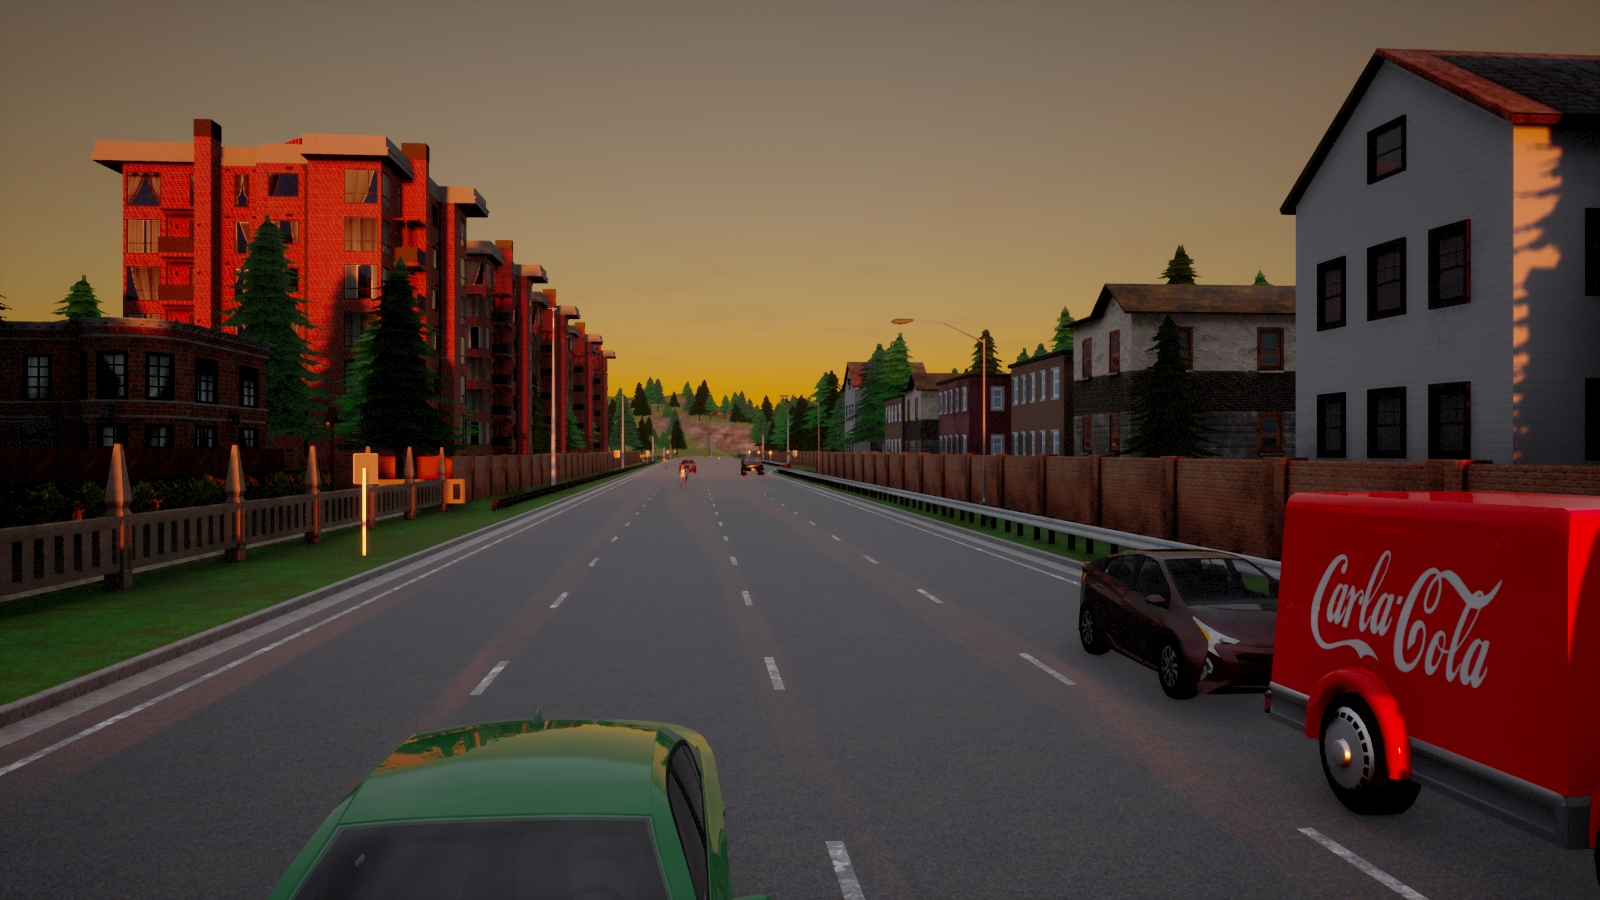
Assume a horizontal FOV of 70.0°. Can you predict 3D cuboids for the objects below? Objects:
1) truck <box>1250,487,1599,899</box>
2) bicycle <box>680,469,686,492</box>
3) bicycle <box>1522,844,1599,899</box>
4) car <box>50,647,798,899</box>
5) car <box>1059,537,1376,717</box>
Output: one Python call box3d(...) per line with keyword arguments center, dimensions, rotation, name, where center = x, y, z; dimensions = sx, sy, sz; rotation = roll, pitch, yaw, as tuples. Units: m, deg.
box3d(center=(5.566, 1.568, 7.740), dimensions=(2.627, 2.467, 5.204), rotation=(0, 0, -5), name="truck")
box3d(center=(-7.854, 2.056, 76.552), dimensions=(0.373, 1.496, 1.643), rotation=(0, 0, -5), name="bicycle")
box3d(center=(2.623, 2.056, 2.959), dimensions=(0.373, 1.496, 1.643), rotation=(0, 0, -4), name="bicycle")
box3d(center=(-1.202, 2.034, 4.748), dimensions=(2.097, 1.535, 5.006), rotation=(0, 0, -5), name="car")
box3d(center=(4.945, 2.040, 14.354), dimensions=(2.007, 1.525, 4.514), rotation=(0, 0, -5), name="car")
